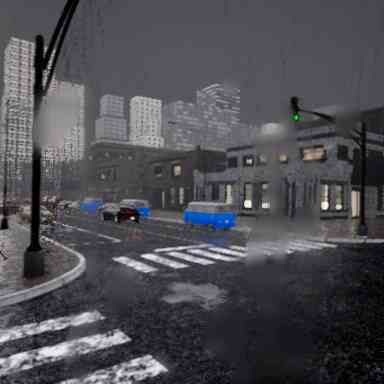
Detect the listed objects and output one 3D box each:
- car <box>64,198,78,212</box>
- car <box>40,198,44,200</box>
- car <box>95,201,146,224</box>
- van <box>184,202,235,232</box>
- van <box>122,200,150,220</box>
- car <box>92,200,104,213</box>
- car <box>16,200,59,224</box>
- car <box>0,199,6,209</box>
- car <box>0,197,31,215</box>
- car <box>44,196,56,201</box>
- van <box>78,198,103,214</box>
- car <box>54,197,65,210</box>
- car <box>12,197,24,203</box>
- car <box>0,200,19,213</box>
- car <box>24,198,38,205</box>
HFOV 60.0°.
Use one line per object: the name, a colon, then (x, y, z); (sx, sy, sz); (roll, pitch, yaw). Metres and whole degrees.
car: (-15.234, 1.830, 44.514); (1.752, 1.417, 4.829); (1, -1, -36)
car: (-24.854, 1.658, 57.792); (2.192, 1.841, 5.009); (1, -1, -36)
car: (-5.891, 1.735, 27.048); (1.837, 1.490, 4.892); (2, -1, -36)
van: (1.072, 1.596, 22.025); (1.690, 1.788, 3.998); (1, -1, -36)
van: (-5.410, 1.613, 30.966); (1.690, 1.788, 3.998); (1, -1, -36)
car: (-8.653, 1.827, 35.434); (1.887, 1.381, 4.507); (1, -1, -36)
car: (-12.107, 1.614, 25.924); (1.752, 1.417, 4.829); (1, -1, -36)
car: (-28.410, 1.691, 48.415); (1.887, 1.381, 4.507); (1, -1, -36)
car: (-18.688, 1.550, 35.005); (1.967, 1.590, 4.097); (1, -1, -36)
car: (-21.613, 1.645, 53.321); (2.192, 1.841, 5.009); (1, -1, -36)
van: (-11.891, 1.634, 39.908); (1.690, 1.788, 3.998); (1, -1, -36)
car: (-18.375, 1.883, 48.846); (1.947, 1.339, 4.313); (1, -1, -36)
car: (-44.301, 2.005, 84.613); (1.947, 1.339, 4.313); (1, -1, -36)
car: (-21.930, 1.666, 39.474); (1.887, 1.381, 4.507); (1, -1, -36)
car: (-34.579, 1.933, 71.201); (1.887, 1.381, 4.507); (1, -1, -36)
